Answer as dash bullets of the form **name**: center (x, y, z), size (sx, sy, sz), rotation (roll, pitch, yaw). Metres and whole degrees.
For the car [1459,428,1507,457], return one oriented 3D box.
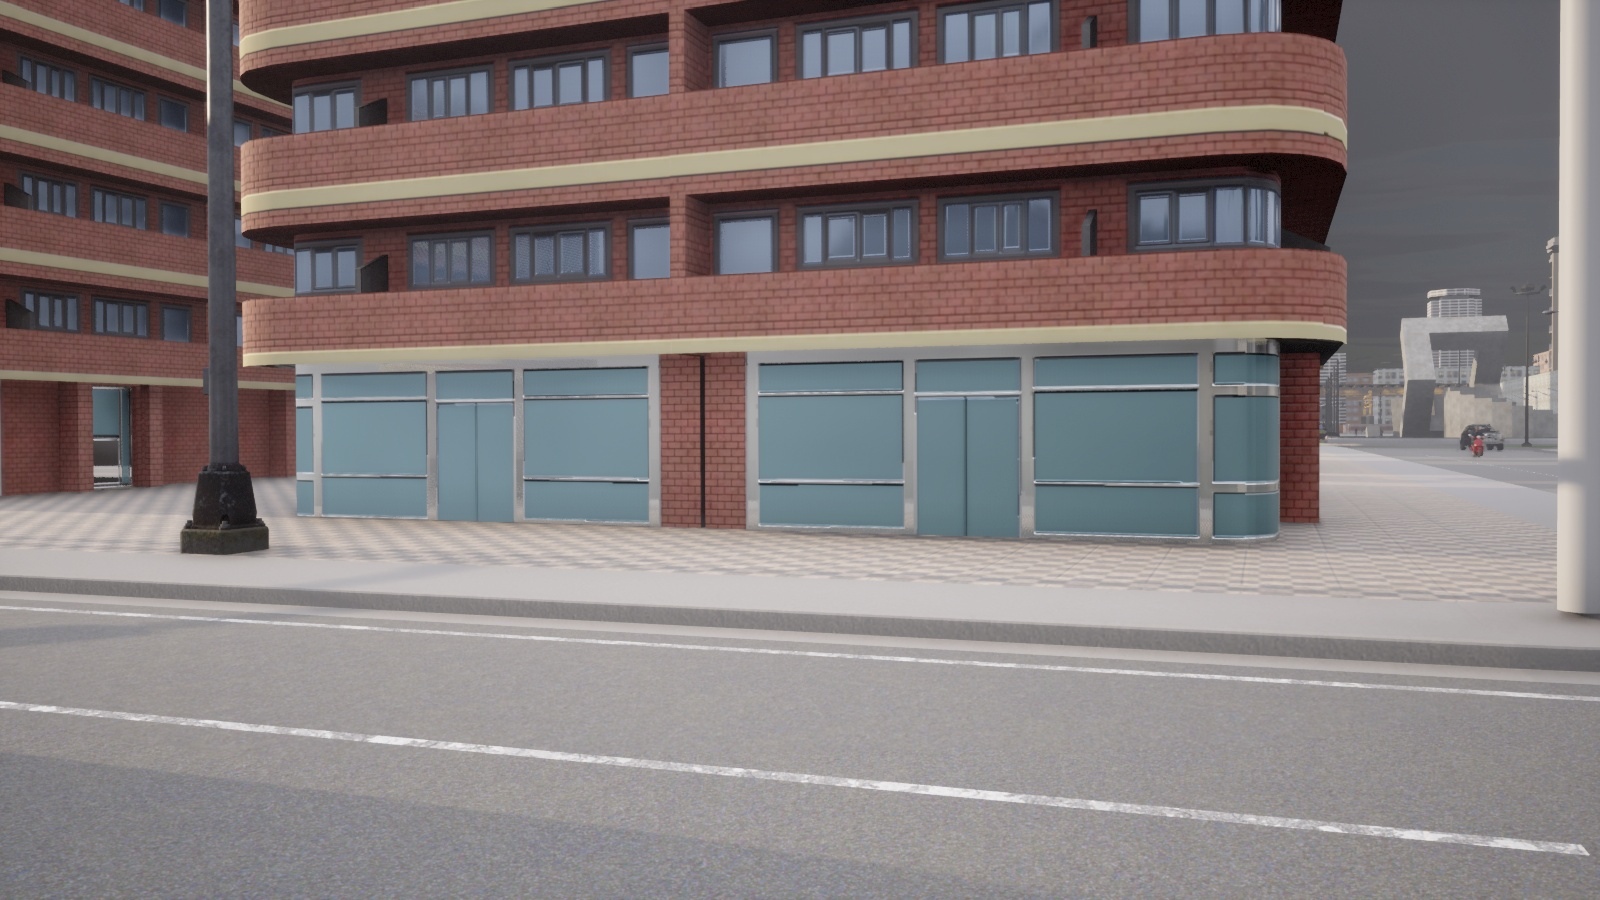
- **car**: center (45.531, -0.528, 83.821), size (1.932, 1.855, 4.605), rotation (1, 1, 18)

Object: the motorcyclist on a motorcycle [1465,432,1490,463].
- **motorcyclist on a motorcycle**: center (34.992, -0.127, 64.844), size (0.866, 1.590, 1.817), rotation (1, 1, 20)
